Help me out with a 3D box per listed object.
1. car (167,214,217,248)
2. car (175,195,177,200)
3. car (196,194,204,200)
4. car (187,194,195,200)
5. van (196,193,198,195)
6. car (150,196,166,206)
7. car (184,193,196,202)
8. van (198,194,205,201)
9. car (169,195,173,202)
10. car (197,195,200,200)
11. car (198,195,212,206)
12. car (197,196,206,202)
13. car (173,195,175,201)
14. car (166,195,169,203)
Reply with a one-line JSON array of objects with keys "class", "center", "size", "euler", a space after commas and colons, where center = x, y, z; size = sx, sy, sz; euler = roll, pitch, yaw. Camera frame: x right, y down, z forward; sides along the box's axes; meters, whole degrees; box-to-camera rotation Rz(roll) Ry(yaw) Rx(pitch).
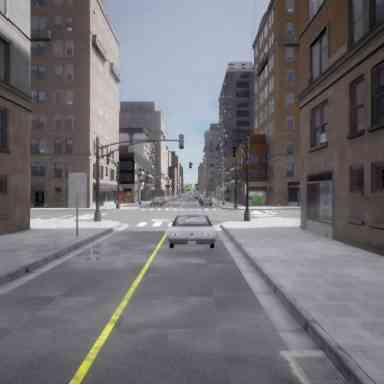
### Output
[{"class": "car", "center": [0.000, 1.620, 14.680], "size": [1.895, 1.301, 4.718], "euler": [0, 0, 0]}, {"class": "car", "center": [-5.663, 1.574, 86.902], "size": [1.967, 1.590, 4.097], "euler": [0, 0, 0]}, {"class": "car", "center": [2.346, 1.654, 70.362], "size": [1.947, 1.339, 4.313], "euler": [0, 0, 0]}, {"class": "car", "center": [-0.270, 1.333, 91.335], "size": [2.097, 1.767, 4.553], "euler": [0, 0, 0]}, {"class": "van", "center": [2.351, 1.443, 75.873], "size": [1.690, 1.788, 3.998], "euler": [0, 0, 0]}, {"class": "car", "center": [-5.695, 1.493, 53.838], "size": [1.967, 1.590, 4.097], "euler": [0, 0, 0]}, {"class": "car", "center": [-0.284, 1.532, 77.647], "size": [2.033, 1.411, 5.357], "euler": [0, 0, 0]}, {"class": "van", "center": [2.362, 1.475, 86.894], "size": [1.690, 1.788, 3.998], "euler": [0, 0, 0]}, {"class": "car", "center": [-5.679, 1.670, 70.370], "size": [1.802, 1.307, 4.206], "euler": [0, 0, 0]}, {"class": "car", "center": [2.341, 1.657, 64.852], "size": [1.802, 1.307, 4.206], "euler": [0, 0, 0]}, {"class": "car", "center": [2.330, 1.619, 53.829], "size": [1.947, 1.339, 4.313], "euler": [0, 0, 0]}, {"class": "car", "center": [2.357, 1.668, 81.383], "size": [2.008, 1.369, 4.403], "euler": [0, 0, 0]}, {"class": "car", "center": [-5.673, 1.653, 75.880], "size": [2.008, 1.369, 4.403], "euler": [0, 0, 0]}, {"class": "car", "center": [-5.690, 1.504, 59.349], "size": [1.967, 1.590, 4.097], "euler": [0, 0, 0]}]
